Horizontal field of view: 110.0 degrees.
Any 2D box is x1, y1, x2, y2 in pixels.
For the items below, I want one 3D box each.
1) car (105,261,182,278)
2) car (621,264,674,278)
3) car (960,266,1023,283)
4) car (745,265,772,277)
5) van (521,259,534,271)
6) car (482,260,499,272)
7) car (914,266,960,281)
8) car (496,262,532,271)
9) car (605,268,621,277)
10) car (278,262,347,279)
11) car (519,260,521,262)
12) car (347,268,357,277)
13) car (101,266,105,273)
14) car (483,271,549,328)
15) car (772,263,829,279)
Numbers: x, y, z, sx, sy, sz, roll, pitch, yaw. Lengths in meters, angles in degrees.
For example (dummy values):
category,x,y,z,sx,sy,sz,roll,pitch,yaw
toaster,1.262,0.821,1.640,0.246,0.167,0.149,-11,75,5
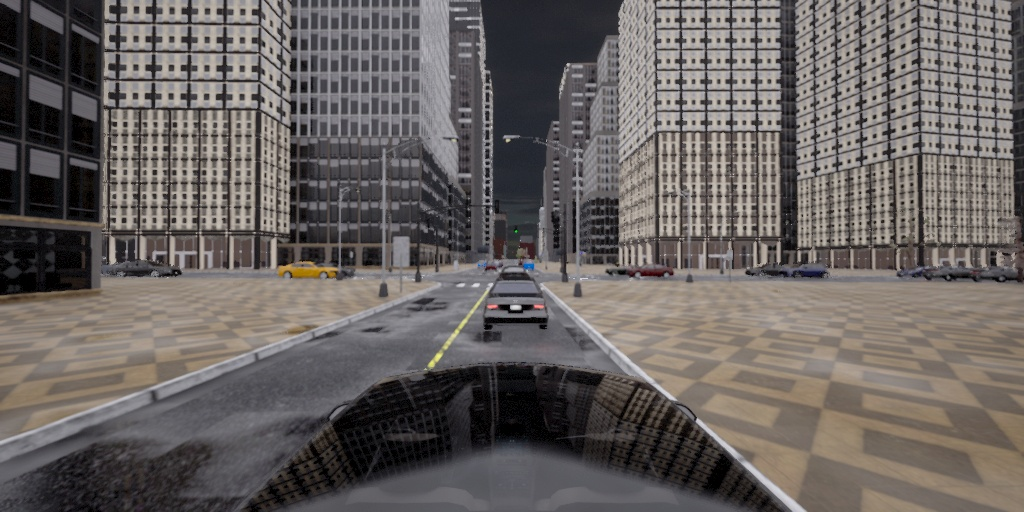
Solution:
category,x,y,z,sx,sy,sz,roll,pitch,yaw
car,-31.721,1.192,31.257,4.892,1.490,1.837,1,-1,-1
car,14.914,1.604,38.909,5.008,1.535,1.882,0,-1,-1
car,45.258,1.738,33.063,4.902,1.511,2.128,0,-1,-3
car,30.323,1.768,42.484,4.892,1.490,1.837,0,-1,-1
van,2.708,1.468,57.961,1.690,1.789,3.998,0,0,0
car,-3.200,1.705,54.550,1.895,1.301,4.718,0,0,-2
car,44.511,1.771,36.283,4.902,1.511,2.128,0,-1,-2
car,0.115,1.380,24.168,1.882,1.535,5.008,0,0,0
car,13.390,1.754,42.142,4.718,1.301,1.895,0,-1,-1
car,-17.732,1.281,31.540,5.008,1.535,1.882,1,-1,-1
car,2.641,1.709,63.499,1.888,1.381,4.507,0,0,0
car,-17.586,1.367,34.794,4.674,1.442,1.812,0,-1,-1
car,-36.053,1.235,34.421,5.357,1.411,2.033,1,-1,-1
car,0.107,1.365,11.576,2.033,1.411,5.357,0,0,0
car,31.826,1.590,39.270,4.553,1.767,2.097,0,-1,-1
